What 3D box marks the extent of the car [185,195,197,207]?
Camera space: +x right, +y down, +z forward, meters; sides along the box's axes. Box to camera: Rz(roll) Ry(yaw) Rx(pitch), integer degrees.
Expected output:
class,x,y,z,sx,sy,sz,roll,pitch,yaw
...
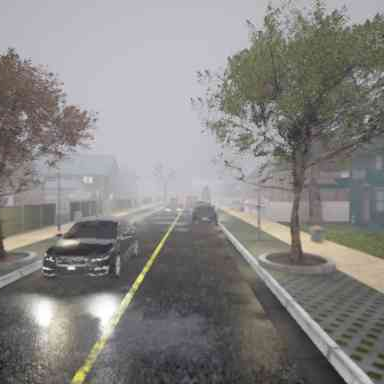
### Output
class,x,y,z,sx,sy,sz,roll,pitch,yaw
car,0.031,1.575,58.483,2.150,2.045,5.566,0,0,0

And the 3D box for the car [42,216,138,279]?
class,x,y,z,sx,sy,sz,roll,pitch,yaw
car,-2.844,1.549,10.259,1.837,1.490,4.892,0,0,0

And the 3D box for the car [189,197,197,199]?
class,x,y,z,sx,sy,sz,roll,pitch,yaw
car,0.845,1.723,40.159,1.837,1.490,4.892,0,0,0

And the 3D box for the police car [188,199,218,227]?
class,x,y,z,sx,sy,sz,roll,pitch,yaw
police car,0.837,1.542,24.267,1.930,1.638,5.238,0,0,0

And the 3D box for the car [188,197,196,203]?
class,x,y,z,sx,sy,sz,roll,pitch,yaw
car,0.042,1.945,81.694,2.033,1.411,5.357,0,-1,0

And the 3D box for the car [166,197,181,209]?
class,x,y,z,sx,sy,sz,roll,pitch,yaw
car,-2.794,1.652,51.500,2.097,1.767,4.553,0,-1,0
